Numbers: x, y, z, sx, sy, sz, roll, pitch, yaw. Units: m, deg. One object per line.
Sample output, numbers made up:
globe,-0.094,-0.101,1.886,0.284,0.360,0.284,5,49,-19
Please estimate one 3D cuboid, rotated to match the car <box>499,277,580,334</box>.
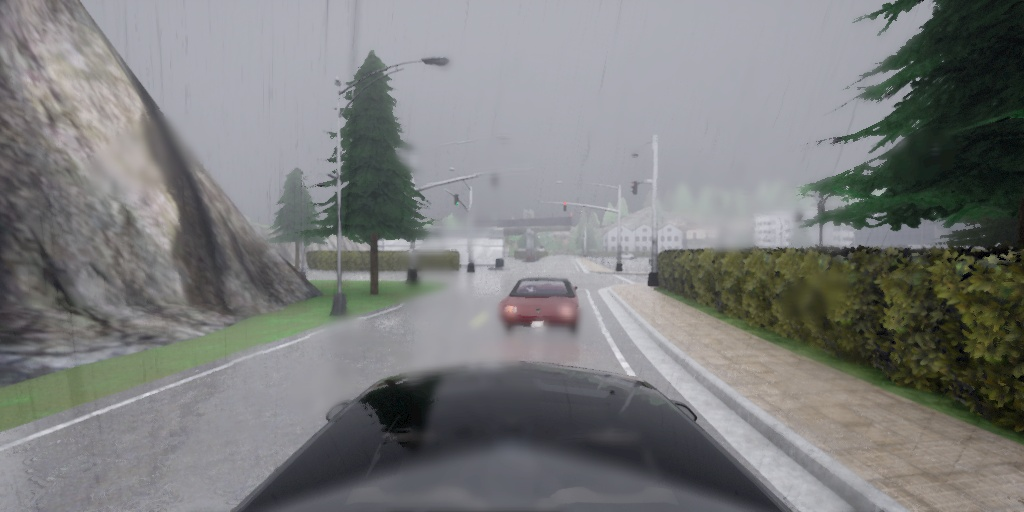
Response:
car,0.942,1.240,10.324,1.895,1.301,4.718,0,1,9
